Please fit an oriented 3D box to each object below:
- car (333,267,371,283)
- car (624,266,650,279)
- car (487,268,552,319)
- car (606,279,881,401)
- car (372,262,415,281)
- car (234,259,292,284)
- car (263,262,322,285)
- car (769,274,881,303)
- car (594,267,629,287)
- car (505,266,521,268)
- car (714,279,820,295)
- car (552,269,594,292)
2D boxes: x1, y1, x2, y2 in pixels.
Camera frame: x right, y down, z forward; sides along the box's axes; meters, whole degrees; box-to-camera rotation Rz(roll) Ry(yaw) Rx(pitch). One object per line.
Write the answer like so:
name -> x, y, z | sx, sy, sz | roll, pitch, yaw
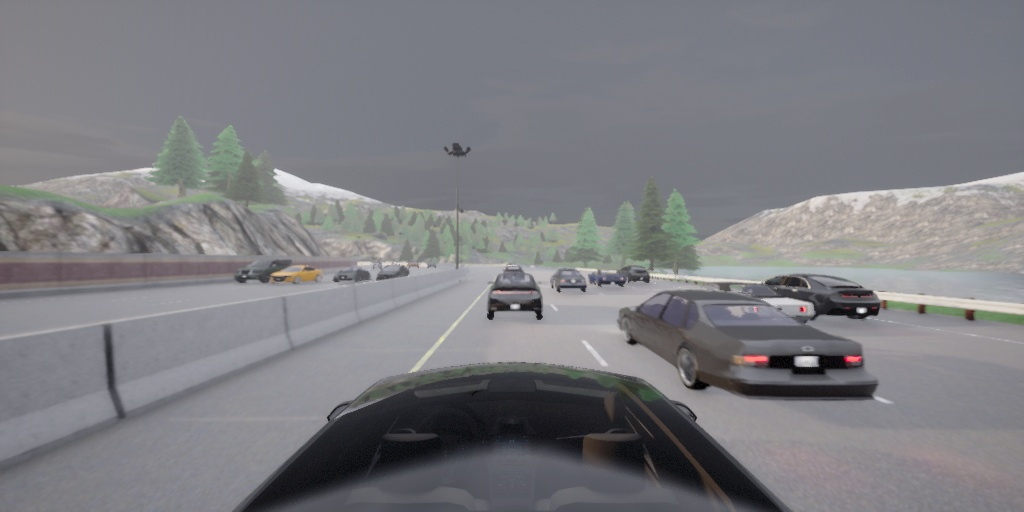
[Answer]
car -> -14.132, 1.639, 31.883 | 1.994, 1.385, 4.181 | 0, -1, -1
car -> 10.602, 1.617, 31.799 | 1.837, 1.490, 4.892 | 0, 0, 0
car -> 0.103, 1.378, 13.524 | 2.128, 1.511, 4.902 | 0, -1, 0
car -> 3.579, 1.360, 6.857 | 2.033, 1.411, 5.357 | 0, -1, 0
car -> -10.633, 1.564, 32.450 | 1.882, 1.535, 5.008 | 0, -1, -1
car -> -21.100, 1.276, 31.000 | 2.150, 2.045, 5.566 | 0, -1, 0
car -> -17.608, 1.521, 29.517 | 1.882, 1.535, 5.008 | 0, -1, 0
car -> 10.602, 1.405, 13.282 | 1.837, 1.490, 4.892 | 0, 0, 0
car -> 7.118, 1.657, 27.512 | 1.895, 1.301, 4.718 | 0, -1, 0
car -> 0.101, 1.592, 32.229 | 2.128, 1.511, 4.902 | 0, -1, -1
car -> 7.099, 1.477, 11.801 | 1.895, 1.301, 4.718 | 0, -1, 0
car -> 3.606, 1.553, 23.539 | 2.033, 1.411, 5.357 | 0, -1, 0
